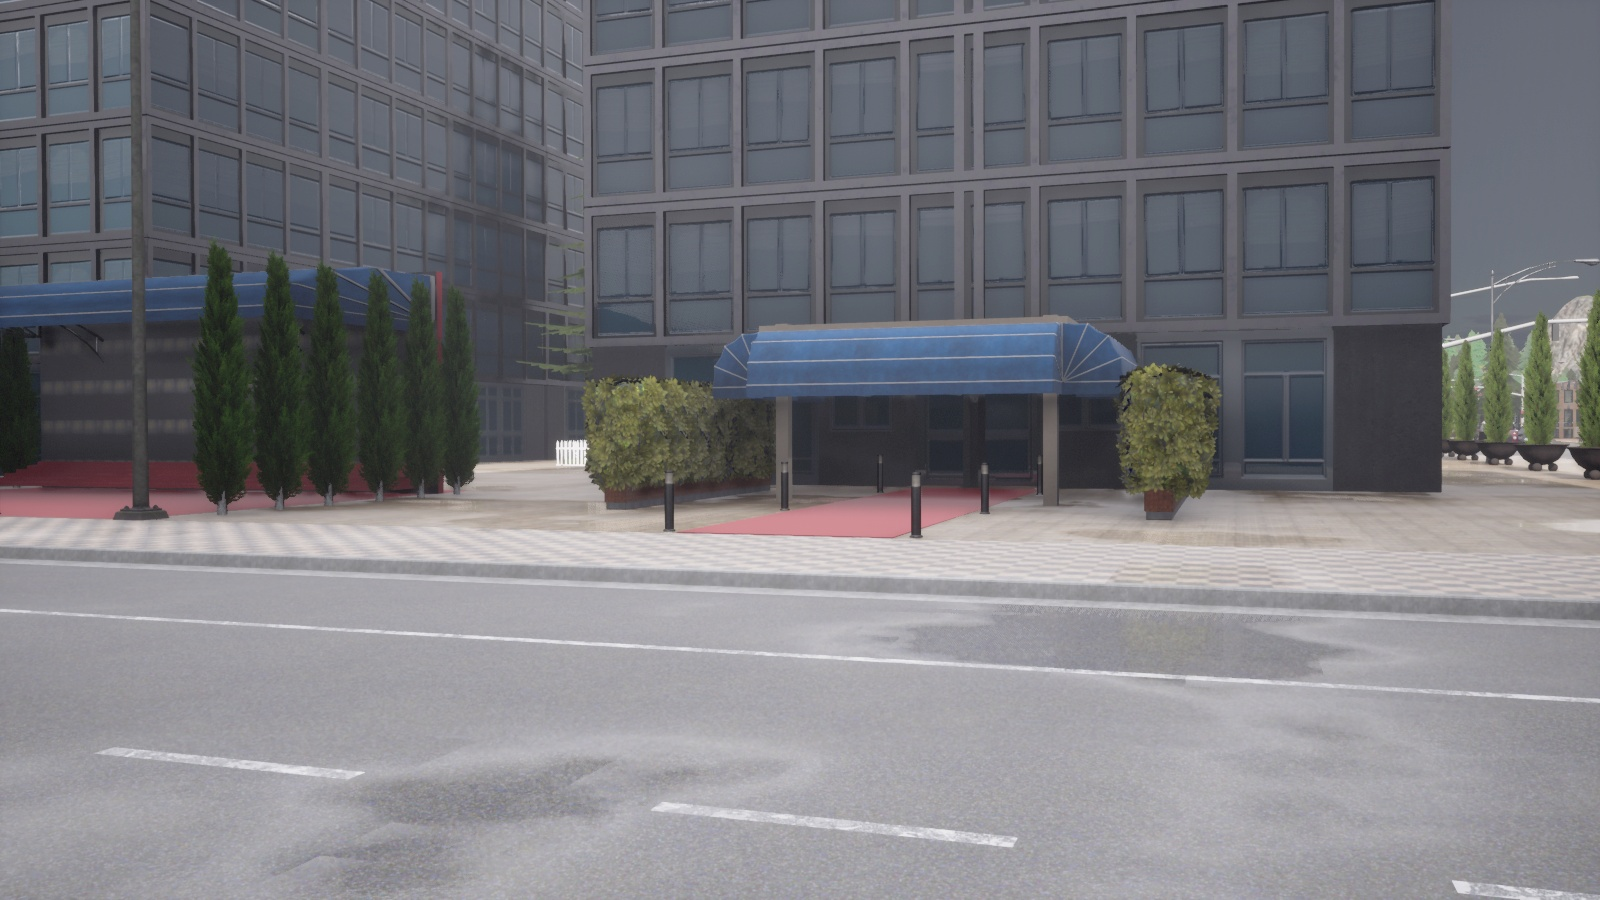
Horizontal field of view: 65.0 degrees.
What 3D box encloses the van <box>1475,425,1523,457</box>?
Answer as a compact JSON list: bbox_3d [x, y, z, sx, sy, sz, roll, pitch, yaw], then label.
[{"bbox_3d":[47.010,-0.628,84.558,2.069,2.038,4.480,1,1,19],"label":"van"}]
